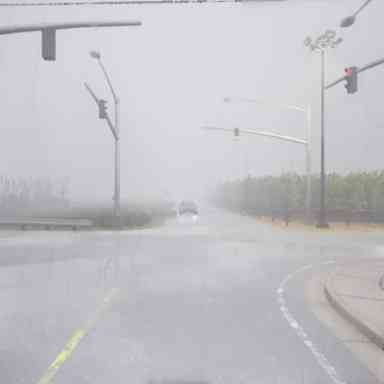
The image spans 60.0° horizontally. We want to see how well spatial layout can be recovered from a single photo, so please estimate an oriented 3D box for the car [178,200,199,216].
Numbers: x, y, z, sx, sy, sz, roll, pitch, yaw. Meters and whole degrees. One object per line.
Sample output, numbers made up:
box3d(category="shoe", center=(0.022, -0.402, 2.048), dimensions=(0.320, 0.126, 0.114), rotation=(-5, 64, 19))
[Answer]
box3d(category="car", center=(-0.410, 1.545, 33.299), dimensions=(2.033, 1.411, 5.357), rotation=(0, 0, -3))
